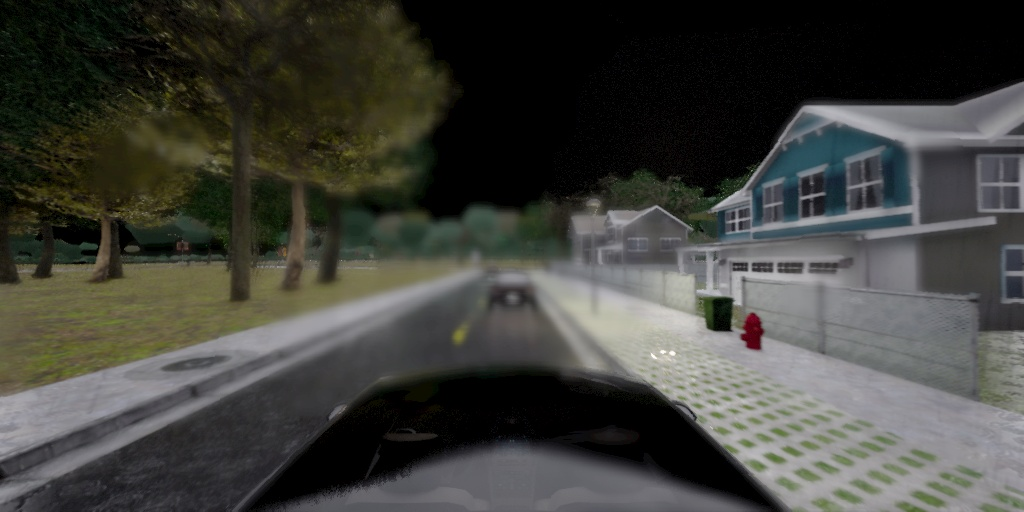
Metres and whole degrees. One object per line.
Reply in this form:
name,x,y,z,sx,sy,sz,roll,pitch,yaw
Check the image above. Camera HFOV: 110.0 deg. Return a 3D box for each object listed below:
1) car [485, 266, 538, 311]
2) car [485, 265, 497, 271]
car,0.054,1.388,15.382,1.882,1.535,5.008,0,0,0
car,-2.803,1.927,51.734,1.994,1.385,4.181,0,-1,1
